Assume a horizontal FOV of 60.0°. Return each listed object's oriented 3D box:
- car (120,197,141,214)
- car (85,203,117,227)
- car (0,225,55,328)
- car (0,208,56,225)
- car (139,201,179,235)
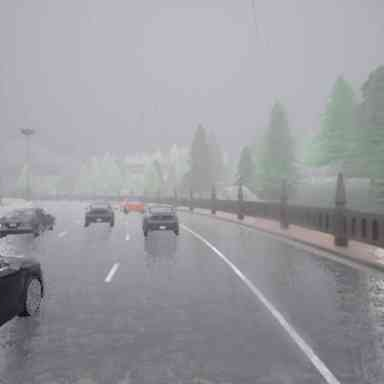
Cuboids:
[{"bbox_3d":[-6.542,1.348,35.972,2.097,1.767,4.553,0,0,-19],"label":"car"},{"bbox_3d":[-6.371,1.510,23.229,1.837,1.490,4.892,0,0,-13],"label":"car"},{"bbox_3d":[-3.698,1.501,4.522,2.128,1.511,4.902,0,0,-3],"label":"car"},{"bbox_3d":[-8.750,1.566,17.846,2.033,1.411,5.357,0,0,-11],"label":"car"},{"bbox_3d":[-1.861,1.497,18.726,1.837,1.490,4.892,0,0,-10],"label":"car"}]
